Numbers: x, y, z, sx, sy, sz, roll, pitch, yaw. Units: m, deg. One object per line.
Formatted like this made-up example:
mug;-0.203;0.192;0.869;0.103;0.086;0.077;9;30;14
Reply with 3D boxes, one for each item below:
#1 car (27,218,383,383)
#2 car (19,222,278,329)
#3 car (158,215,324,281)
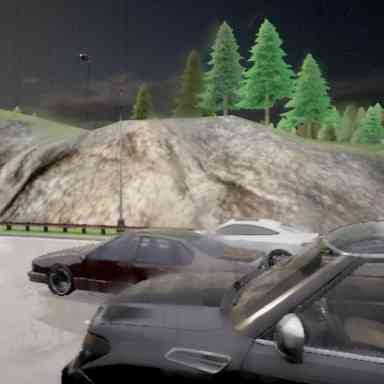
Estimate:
car;1.713;1.222;2.441;5.566;2.045;2.150;0;0;23
car;-0.963;1.544;7.352;5.357;1.411;2.033;0;0;21
car;1.472;1.523;10.070;4.674;1.442;1.812;0;0;22
